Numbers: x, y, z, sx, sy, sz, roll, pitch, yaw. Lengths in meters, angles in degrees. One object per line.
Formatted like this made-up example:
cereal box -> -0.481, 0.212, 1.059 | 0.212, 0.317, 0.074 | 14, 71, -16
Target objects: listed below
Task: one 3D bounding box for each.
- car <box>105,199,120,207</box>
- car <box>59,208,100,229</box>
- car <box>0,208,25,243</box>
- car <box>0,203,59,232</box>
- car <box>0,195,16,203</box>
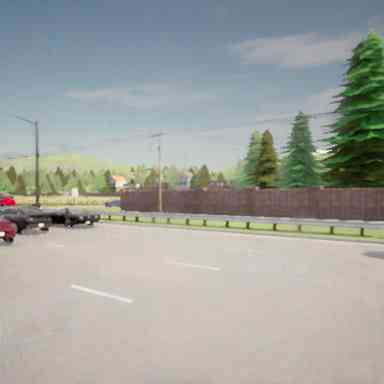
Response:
car -> -11.919, 1.812, 53.892 | 4.181, 1.385, 1.994 | 0, 0, -29
car -> -8.600, 1.724, 23.029 | 4.718, 1.301, 1.895 | 0, 0, 36
car -> -9.940, 1.628, 15.384 | 4.674, 1.442, 1.812 | 0, 0, 36
car -> -10.416, 1.626, 20.023 | 4.892, 1.490, 1.837 | 0, 0, 36
car -> -28.228, 1.520, 47.524 | 5.566, 2.045, 2.150 | -1, 0, -9
